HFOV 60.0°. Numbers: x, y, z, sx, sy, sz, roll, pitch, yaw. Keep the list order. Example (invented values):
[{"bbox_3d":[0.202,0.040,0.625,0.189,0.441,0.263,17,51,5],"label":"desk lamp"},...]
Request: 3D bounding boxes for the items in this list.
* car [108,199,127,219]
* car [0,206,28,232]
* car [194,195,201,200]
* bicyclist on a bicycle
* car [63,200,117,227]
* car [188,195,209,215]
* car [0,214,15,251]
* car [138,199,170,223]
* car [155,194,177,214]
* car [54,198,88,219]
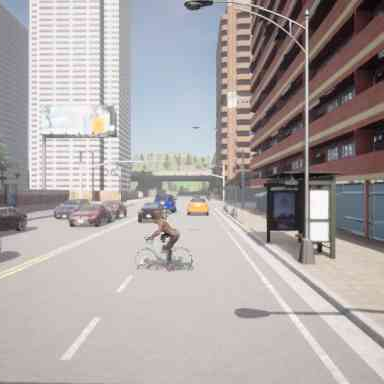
[{"bbox_3d":[-6.584,1.330,27.512,1.812,1.442,4.674,0,0,1],"label":"car"},{"bbox_3d":[-10.350,1.493,17.091,2.128,1.511,4.902,0,0,1],"label":"car"},{"bbox_3d":[1.437,1.524,90.928,1.812,1.442,4.674,0,0,1],"label":"car"},{"bbox_3d":[-0.833,1.451,9.417,1.656,1.620,0.582,-2,0,1],"label":"bicyclist on a bicycle"},{"bbox_3d":[-6.756,1.526,22.632,1.812,1.442,4.674,0,0,1],"label":"car"},{"bbox_3d":[0.627,1.352,34.424,2.097,1.767,4.553,0,0,1],"label":"car"},{"bbox_3d":[-6.978,1.526,8.844,1.812,1.442,4.674,0,0,1],"label":"car"},{"bbox_3d":[-3.014,1.526,25.701,1.812,1.442,4.674,0,0,1],"label":"car"},{"bbox_3d":[-2.851,1.221,35.534,2.150,2.045,5.566,0,0,1],"label":"car"},{"bbox_3d":[-10.137,1.351,28.757,2.097,1.767,4.553,0,0,1],"label":"car"}]
